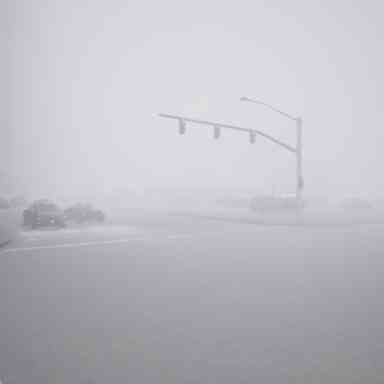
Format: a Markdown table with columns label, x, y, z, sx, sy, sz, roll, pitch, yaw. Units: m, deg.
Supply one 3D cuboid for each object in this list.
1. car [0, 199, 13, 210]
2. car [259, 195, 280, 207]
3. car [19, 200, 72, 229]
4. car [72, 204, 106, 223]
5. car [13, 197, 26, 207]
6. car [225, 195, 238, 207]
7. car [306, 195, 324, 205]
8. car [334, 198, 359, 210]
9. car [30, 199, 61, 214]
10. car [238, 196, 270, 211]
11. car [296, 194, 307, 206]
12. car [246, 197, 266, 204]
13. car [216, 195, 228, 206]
| label | x | y | z | sx | sy | sz | roll | pitch | yaw |
| --- | --- | --- | --- | --- | --- | --- | --- | --- | --- |
| car | -24.776 | 1.540 | 42.704 | 2.033 | 1.411 | 5.357 | 1 | 0 | -35 |
| car | 15.249 | 1.546 | 68.330 | 4.605 | 1.855 | 1.932 | 1 | 0 | -35 |
| car | -9.621 | 1.495 | 21.580 | 1.837 | 1.490 | 4.892 | 1 | 0 | -36 |
| car | -8.339 | 1.617 | 25.790 | 1.895 | 1.301 | 4.718 | 1 | 0 | -36 |
| car | -26.825 | 1.547 | 51.675 | 2.128 | 1.511 | 4.902 | 1 | 0 | -36 |
| car | 7.759 | 1.647 | 52.933 | 3.905 | 1.438 | 1.784 | 1 | 0 | -35 |
| car | 29.533 | 1.676 | 78.474 | 3.866 | 1.878 | 1.905 | 1 | 0 | -35 |
| car | 25.089 | 1.787 | 54.593 | 3.806 | 1.475 | 1.970 | 1 | 0 | -35 |
| car | -16.244 | 1.564 | 36.789 | 2.033 | 1.411 | 5.357 | 1 | 0 | -36 |
| car | 9.432 | 1.678 | 50.570 | 3.806 | 1.475 | 1.970 | 1 | 0 | -35 |
| car | 27.867 | 1.916 | 80.842 | 3.806 | 1.475 | 1.970 | 1 | 0 | -35 |
| car | 13.625 | 1.757 | 70.730 | 3.905 | 1.438 | 1.784 | 1 | 0 | -35 |
| car | 6.168 | 1.436 | 55.095 | 4.605 | 1.855 | 1.932 | 1 | 0 | -35 |
